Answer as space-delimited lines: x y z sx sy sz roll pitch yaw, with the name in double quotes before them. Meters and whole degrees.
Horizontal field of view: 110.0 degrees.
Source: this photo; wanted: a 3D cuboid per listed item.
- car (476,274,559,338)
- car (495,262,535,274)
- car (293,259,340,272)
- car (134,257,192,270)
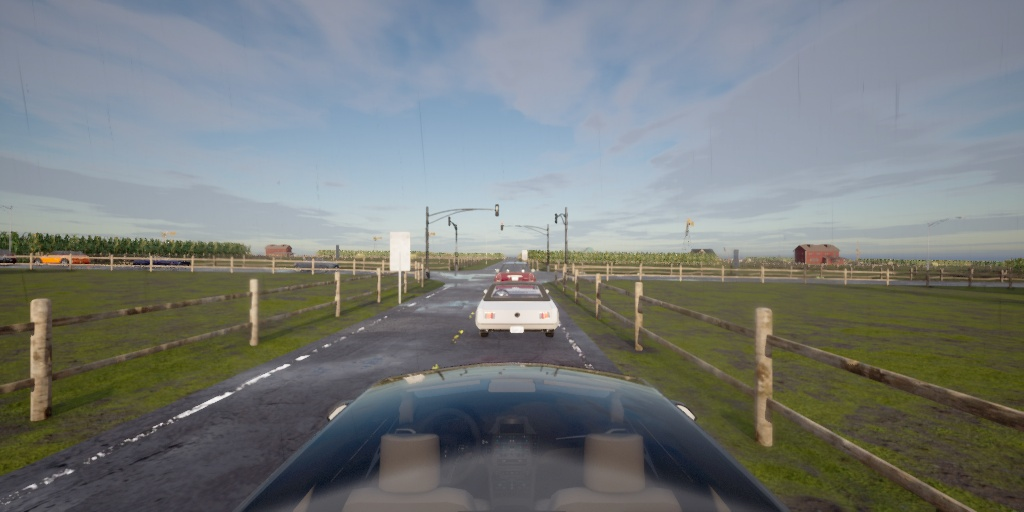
"car" 0.123 1.351 10.184 1.895 1.301 4.718 0 0 0
"car" 0.178 1.103 19.173 2.097 1.767 4.553 0 0 1
"car" -19.967 0.962 36.778 4.181 1.385 1.994 1 0 0
"car" -35.638 0.715 36.827 4.718 1.301 1.895 1 0 0
